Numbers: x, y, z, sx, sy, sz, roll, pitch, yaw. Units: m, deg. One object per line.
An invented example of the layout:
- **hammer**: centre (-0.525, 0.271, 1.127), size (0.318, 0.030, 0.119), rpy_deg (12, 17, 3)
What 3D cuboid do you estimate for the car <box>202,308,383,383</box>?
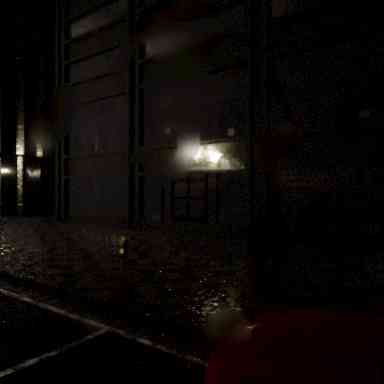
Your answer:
- **car**: centre (2.281, 1.318, 1.340), size (5.009, 1.841, 2.192), rpy_deg (0, 0, 35)
